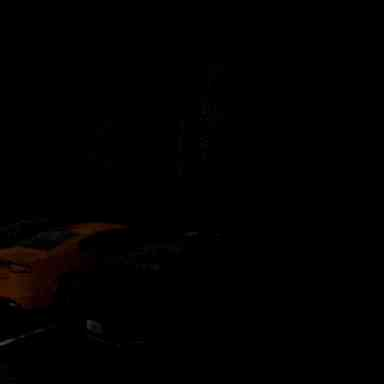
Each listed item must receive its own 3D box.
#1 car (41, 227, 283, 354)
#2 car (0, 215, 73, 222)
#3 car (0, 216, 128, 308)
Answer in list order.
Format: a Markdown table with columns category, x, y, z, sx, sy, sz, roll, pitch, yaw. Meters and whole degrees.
| category | x | y | z | sx | sy | sz | roll | pitch | yaw |
| --- | --- | --- | --- | --- | --- | --- | --- | --- | --- |
| car | 0.139 | 1.473 | 6.268 | 2.231 | 1.521 | 4.892 | 0 | 0 | 36 |
| car | -4.334 | 1.452 | 9.483 | 2.231 | 1.521 | 4.892 | 0 | 0 | 36 |
| car | -2.102 | 1.463 | 7.872 | 2.097 | 1.535 | 5.008 | 0 | 0 | 36 |
